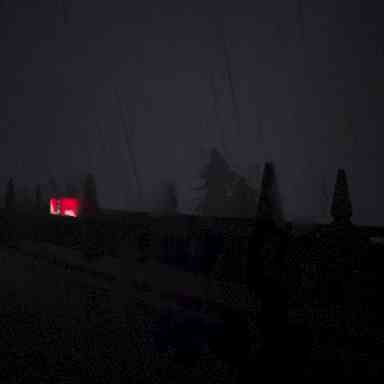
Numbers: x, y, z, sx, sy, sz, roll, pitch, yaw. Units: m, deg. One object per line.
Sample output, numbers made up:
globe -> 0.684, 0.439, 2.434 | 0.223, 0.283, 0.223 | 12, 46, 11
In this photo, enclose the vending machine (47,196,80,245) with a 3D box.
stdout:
vending machine -> -5.762, 1.226, 14.941 | 1.100, 2.100, 0.880 | 0, 0, -44
